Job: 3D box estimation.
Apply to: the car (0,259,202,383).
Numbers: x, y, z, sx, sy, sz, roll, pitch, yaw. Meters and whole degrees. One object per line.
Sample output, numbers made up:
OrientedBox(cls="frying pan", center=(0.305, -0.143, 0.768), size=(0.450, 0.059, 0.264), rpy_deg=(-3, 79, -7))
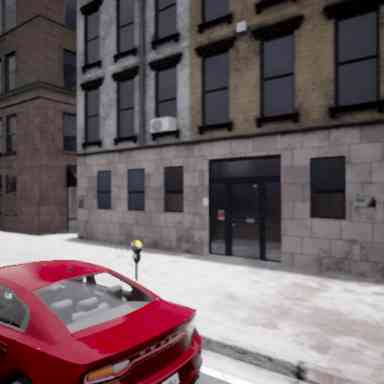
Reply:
OrientedBox(cls="car", center=(-2.004, 1.559, 4.243), size=(4.507, 1.381, 1.887), rpy_deg=(0, 0, 36))
